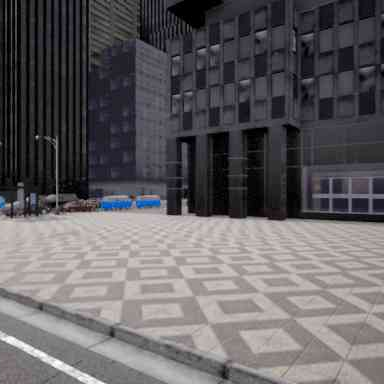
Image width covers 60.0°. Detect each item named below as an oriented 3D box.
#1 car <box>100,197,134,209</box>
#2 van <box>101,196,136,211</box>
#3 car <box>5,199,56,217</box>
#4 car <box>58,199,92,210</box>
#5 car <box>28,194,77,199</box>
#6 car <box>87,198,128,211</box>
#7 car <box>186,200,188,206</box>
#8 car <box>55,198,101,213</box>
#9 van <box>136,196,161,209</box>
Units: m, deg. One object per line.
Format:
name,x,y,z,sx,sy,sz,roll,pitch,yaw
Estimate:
car,-10.878,1.576,48.862,1.837,1.490,4.892,0,0,36
van,-9.238,1.416,41.085,1.690,1.788,3.998,0,0,35
car,-15.831,1.633,31.839,2.008,1.369,4.403,0,0,35
car,-16.180,1.655,46.033,1.802,1.307,4.206,0,0,35
car,-16.575,1.298,40.887,2.150,2.045,5.566,0,0,36
car,-10.911,1.565,43.328,2.128,1.511,4.902,0,0,36
car,0.651,1.653,54.952,1.802,1.307,4.206,0,0,35
car,-12.534,1.660,36.462,1.802,1.307,4.206,0,0,35
van,-5.942,1.413,45.707,1.690,1.788,3.998,0,0,35
